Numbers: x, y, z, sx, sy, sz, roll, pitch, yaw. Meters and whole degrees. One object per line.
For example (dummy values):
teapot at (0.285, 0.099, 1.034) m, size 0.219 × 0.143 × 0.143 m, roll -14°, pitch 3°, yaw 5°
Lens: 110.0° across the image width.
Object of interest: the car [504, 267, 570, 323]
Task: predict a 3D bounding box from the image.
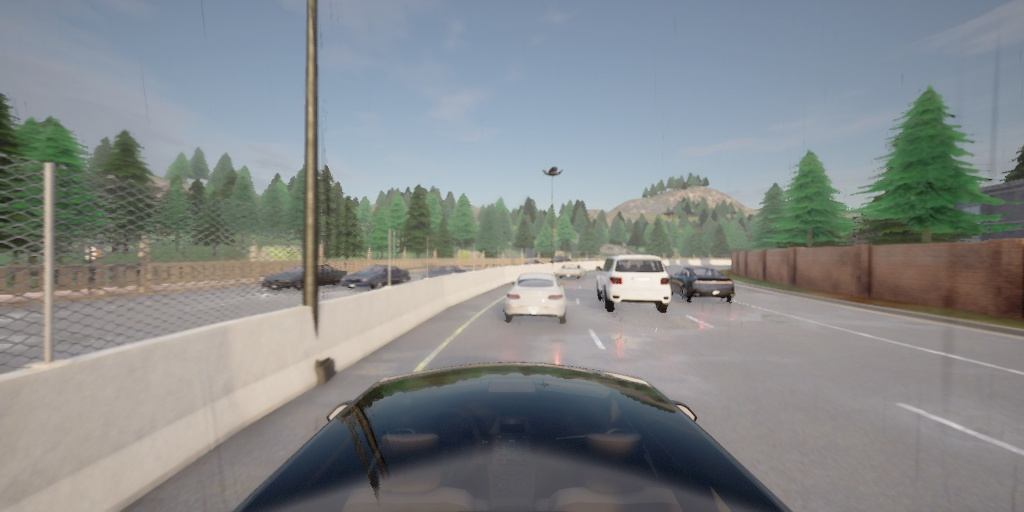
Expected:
car at (0.851, 1.277, 12.052) m, size 1.812 × 1.442 × 4.674 m, roll 0°, pitch 0°, yaw 6°

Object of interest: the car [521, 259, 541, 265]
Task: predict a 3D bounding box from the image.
car at (3.308, 1.273, 60.025) m, size 1.812 × 1.442 × 4.674 m, roll 0°, pitch 0°, yaw 32°

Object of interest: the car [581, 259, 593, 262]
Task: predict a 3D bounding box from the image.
car at (12.570, 1.318, 61.226) m, size 1.812 × 1.442 × 4.674 m, roll 0°, pitch 0°, yaw 36°

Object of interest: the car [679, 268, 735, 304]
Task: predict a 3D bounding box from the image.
car at (8.622, 1.279, 16.810) m, size 2.128 × 1.511 × 4.902 m, roll 0°, pitch 0°, yaw 10°

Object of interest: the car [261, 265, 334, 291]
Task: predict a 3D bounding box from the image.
car at (-12.070, 1.232, 21.538) m, size 2.033 × 1.411 × 5.357 m, roll 0°, pitch 0°, yaw 11°

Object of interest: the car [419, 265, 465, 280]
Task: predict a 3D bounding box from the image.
car at (-4.429, 1.285, 23.573) m, size 1.994 × 1.385 × 4.181 m, roll 0°, pitch 0°, yaw 13°

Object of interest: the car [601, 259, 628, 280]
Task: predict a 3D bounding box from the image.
car at (9.403, 1.138, 32.805) m, size 2.097 × 1.767 × 4.553 m, roll 0°, pitch 0°, yaw 19°

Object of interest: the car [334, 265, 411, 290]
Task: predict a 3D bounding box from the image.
car at (-8.315, 1.250, 22.510) m, size 2.033 × 1.411 × 5.357 m, roll 0°, pitch 0°, yaw 12°

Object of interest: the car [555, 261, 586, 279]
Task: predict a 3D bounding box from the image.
car at (5.499, 1.368, 32.406) m, size 1.895 × 1.301 × 4.718 m, roll 0°, pitch 0°, yaw 19°

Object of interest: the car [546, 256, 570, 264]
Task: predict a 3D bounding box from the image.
car at (7.939, 0.992, 60.721) m, size 2.150 × 2.045 × 5.566 m, roll 0°, pitch 0°, yaw 34°

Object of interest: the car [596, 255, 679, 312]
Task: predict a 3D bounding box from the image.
car at (4.694, 0.990, 14.519) m, size 2.150 × 2.045 × 5.566 m, roll 0°, pitch 0°, yaw 9°
